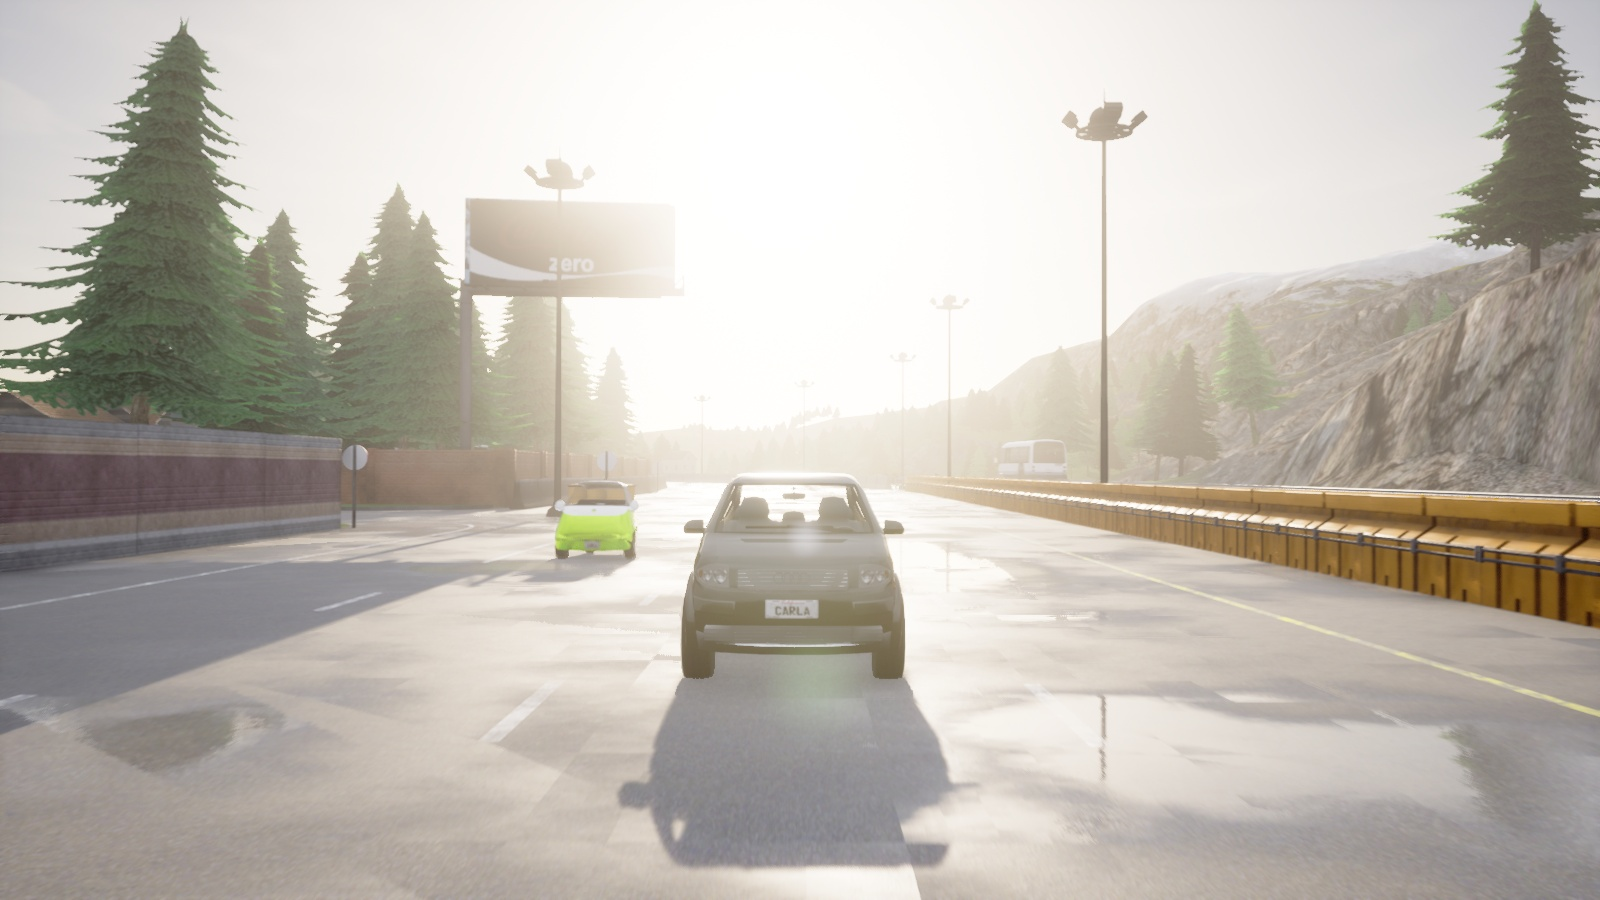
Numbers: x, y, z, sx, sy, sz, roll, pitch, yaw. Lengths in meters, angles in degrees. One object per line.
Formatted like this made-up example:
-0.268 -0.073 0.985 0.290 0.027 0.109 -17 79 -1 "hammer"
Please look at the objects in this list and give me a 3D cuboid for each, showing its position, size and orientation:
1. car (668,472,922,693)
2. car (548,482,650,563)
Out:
-0.047 0.975 10.742 1.789 1.549 3.705 0 -1 0 "car"
-3.567 1.262 22.573 1.481 1.376 2.207 0 -1 0 "car"
